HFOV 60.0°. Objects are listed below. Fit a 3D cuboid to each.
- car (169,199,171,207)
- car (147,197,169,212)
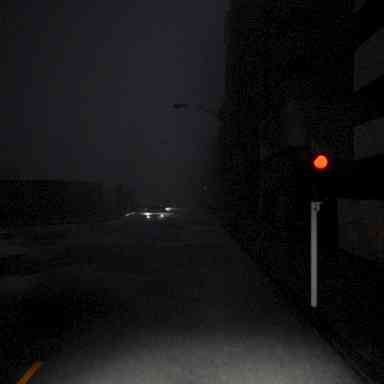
[{"bbox_3d":[-4.178,1.505,49.536,1.837,1.490,4.892,0,0,1],"label":"car"},{"bbox_3d":[-4.187,1.478,39.509,1.882,1.535,5.008,0,0,0],"label":"car"}]
